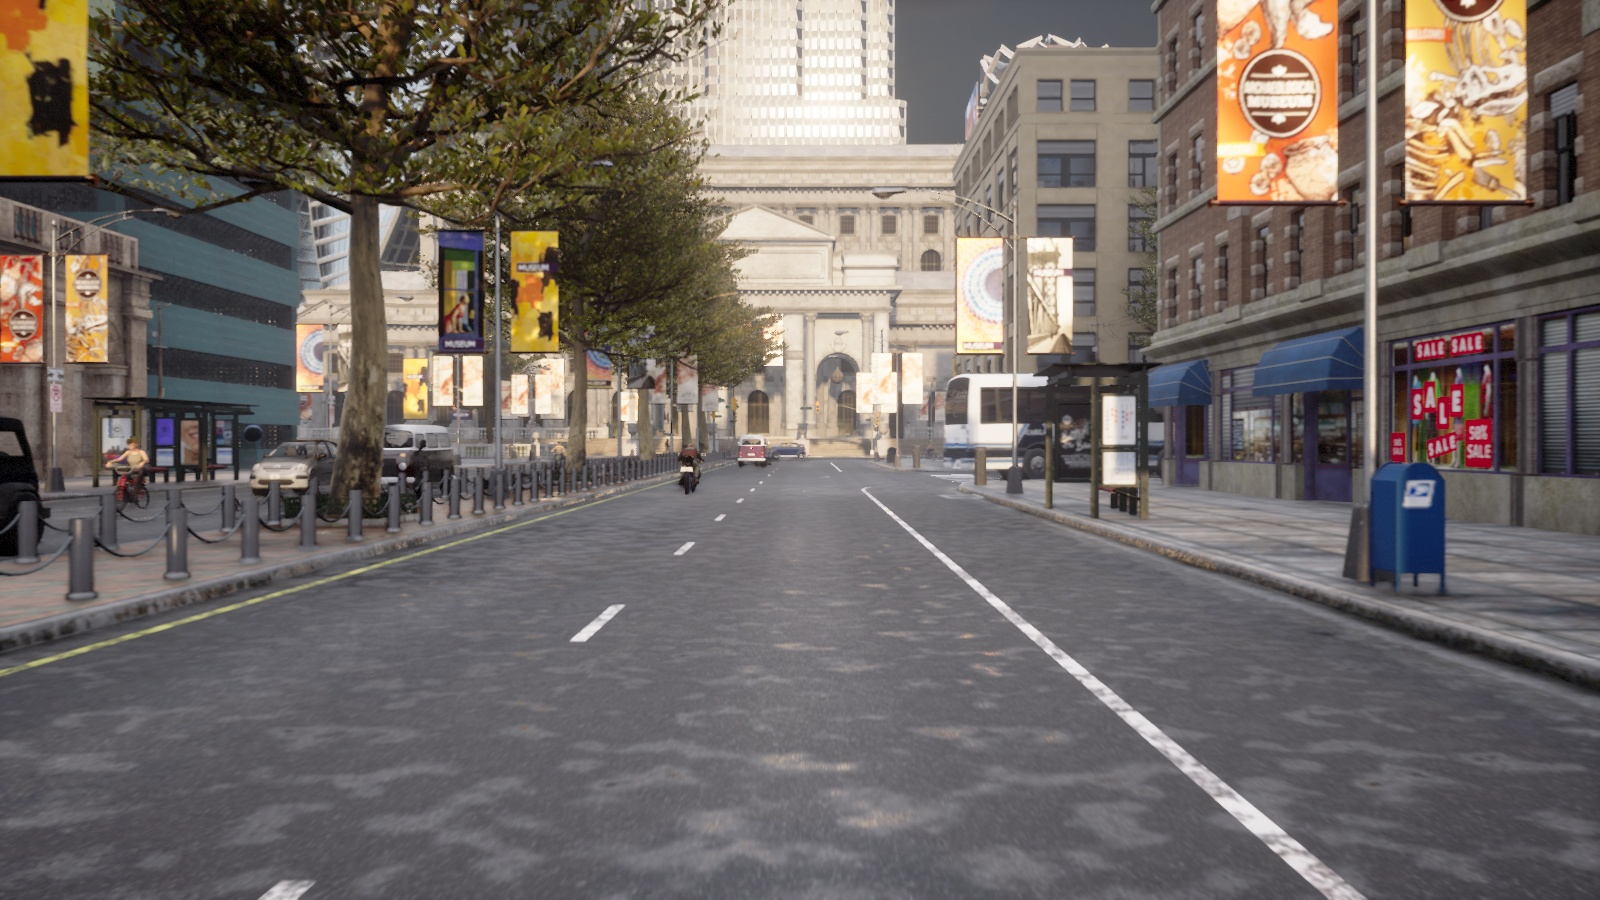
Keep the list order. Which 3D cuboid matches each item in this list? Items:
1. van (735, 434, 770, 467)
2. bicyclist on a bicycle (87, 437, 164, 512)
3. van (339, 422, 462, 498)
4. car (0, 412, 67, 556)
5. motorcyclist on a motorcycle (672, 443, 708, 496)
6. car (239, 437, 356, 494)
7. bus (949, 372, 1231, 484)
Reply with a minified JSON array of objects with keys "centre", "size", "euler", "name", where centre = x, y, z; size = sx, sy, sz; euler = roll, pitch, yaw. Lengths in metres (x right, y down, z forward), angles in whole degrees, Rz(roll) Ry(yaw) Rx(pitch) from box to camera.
[{"centre":[-3.028,0.014,80.515],"size":[2.069,2.038,4.480],"euler":[0,0,0],"name":"van"},{"centre":[-14.823,0.515,27.652],"size":[0.866,1.612,1.509],"euler":[0,0,1],"name":"bicyclist on a bicycle"},{"centre":[-11.282,0.259,35.812],"size":[2.069,2.038,4.480],"euler":[0,0,0],"name":"van"},{"centre":[-11.393,0.443,15.926],"size":[1.905,1.878,3.866],"euler":[0,0,1],"name":"car"},{"centre":[-3.273,0.568,37.432],"size":[0.866,1.530,2.191],"euler":[0,0,0],"name":"motorcyclist on a motorcycle"},{"centre":[-14.774,0.423,37.181],"size":[1.851,1.617,3.988],"euler":[0,0,0],"name":"car"},{"centre":[11.536,-0.904,50.361],"size":[10.273,4.253,3.944],"euler":[-1,1,-12],"name":"bus"}]
